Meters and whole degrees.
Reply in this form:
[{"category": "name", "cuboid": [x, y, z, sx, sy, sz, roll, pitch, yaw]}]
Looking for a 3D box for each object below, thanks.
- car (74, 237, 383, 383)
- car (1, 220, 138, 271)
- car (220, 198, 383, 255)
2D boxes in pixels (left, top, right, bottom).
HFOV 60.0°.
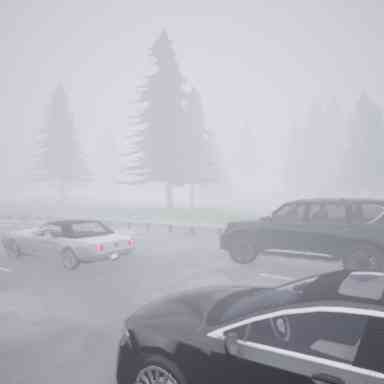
[{"category": "car", "cuboid": [1.428, 1.483, 2.875, 4.902, 1.511, 2.128, 0, 0, 35]}, {"category": "car", "cuboid": [-4.119, 1.562, 10.828, 4.718, 1.301, 1.895, 0, 0, 33]}, {"category": "car", "cuboid": [3.555, 1.193, 9.943, 5.566, 2.045, 2.150, 0, 0, 35]}]
